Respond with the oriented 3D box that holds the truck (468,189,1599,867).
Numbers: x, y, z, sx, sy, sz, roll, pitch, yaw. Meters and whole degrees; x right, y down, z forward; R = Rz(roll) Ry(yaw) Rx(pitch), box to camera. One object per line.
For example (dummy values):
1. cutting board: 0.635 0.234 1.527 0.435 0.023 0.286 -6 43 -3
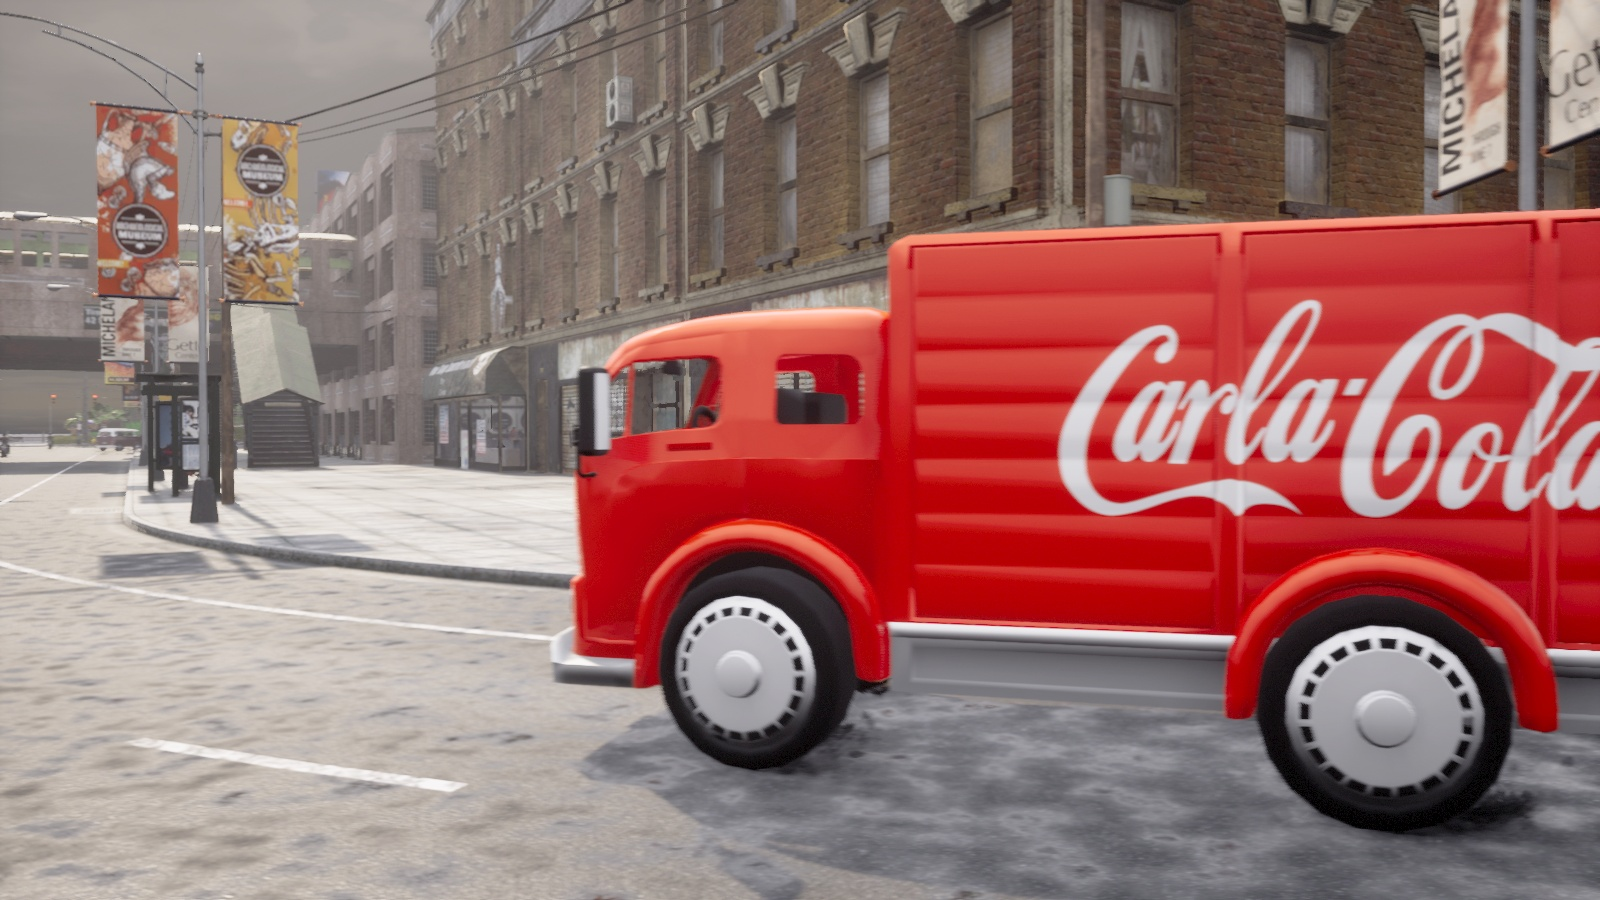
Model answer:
1. truck: 1.311 0.250 6.415 5.204 2.467 2.627 0 1 17
